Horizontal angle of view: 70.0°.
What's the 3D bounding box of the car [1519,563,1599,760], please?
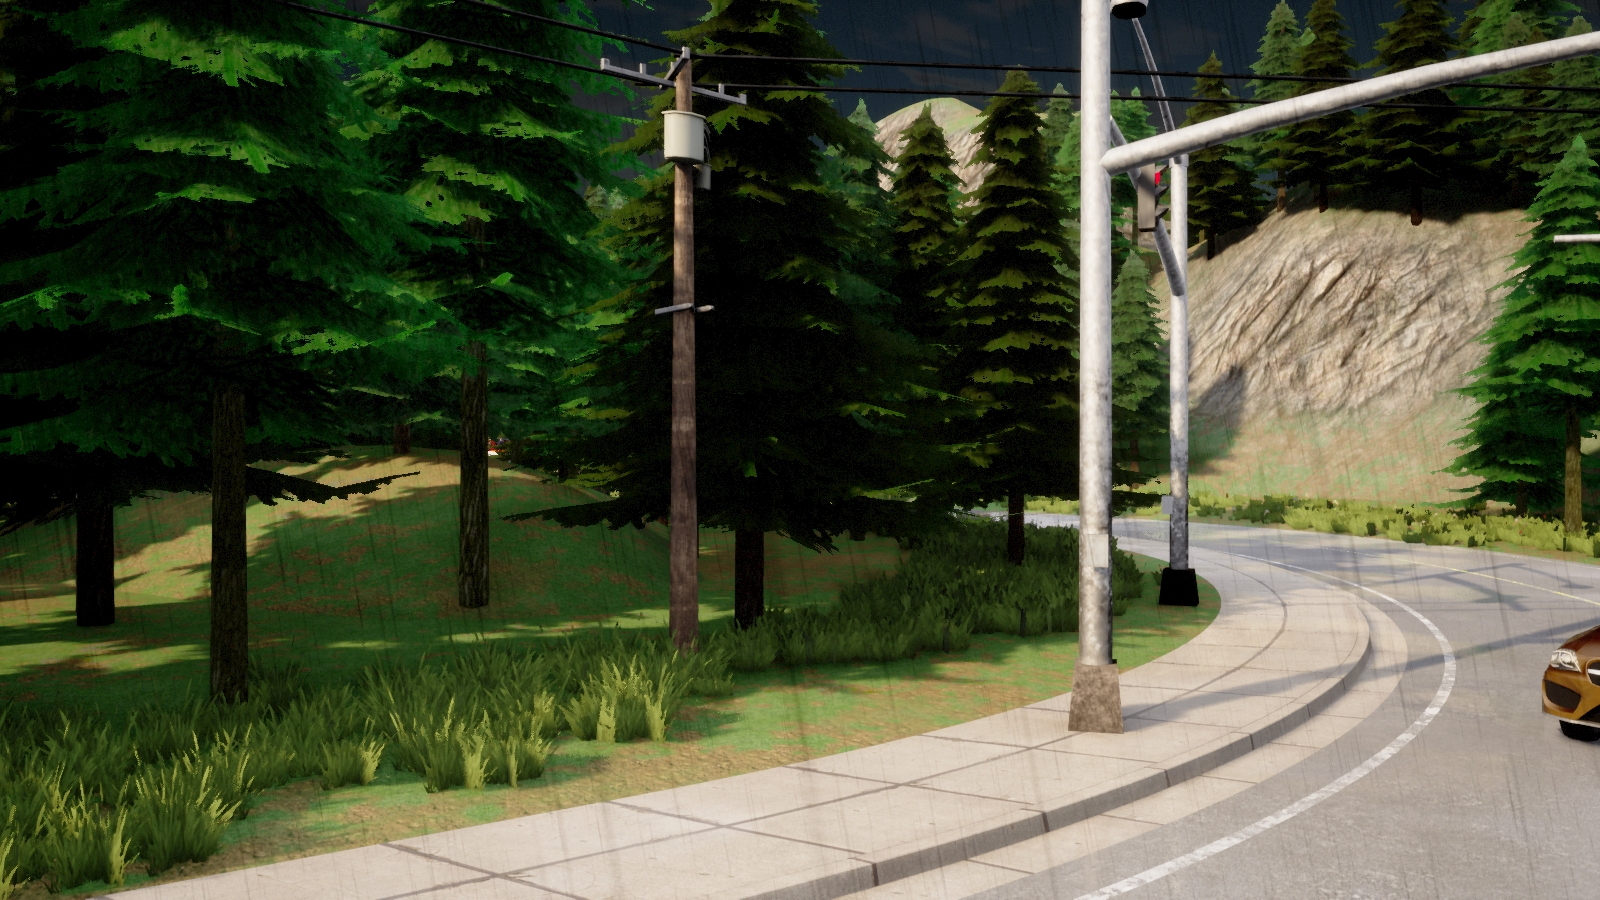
[{"bbox_3d":[9.577,1.970,11.147,5.027,1.651,2.152,0,0,-29],"label":"car"}]
